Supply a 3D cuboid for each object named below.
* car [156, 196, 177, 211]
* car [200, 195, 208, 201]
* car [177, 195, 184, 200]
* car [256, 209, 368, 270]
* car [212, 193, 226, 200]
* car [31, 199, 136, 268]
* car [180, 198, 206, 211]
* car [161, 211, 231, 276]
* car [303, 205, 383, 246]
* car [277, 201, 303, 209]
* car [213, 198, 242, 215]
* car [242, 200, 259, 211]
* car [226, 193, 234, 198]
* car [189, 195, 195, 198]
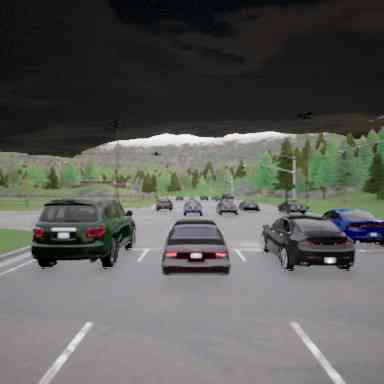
[{"bbox_3d":[-3.409,1.566,42.023,2.128,1.511,4.902,0,0,0],"label":"car"},{"bbox_3d":[3.481,1.685,90.762,1.812,1.442,4.674,0,0,0],"label":"car"},{"bbox_3d":[-3.519,1.688,91.864,2.128,1.511,4.902,0,0,0],"label":"car"},{"bbox_3d":[3.598,1.525,11.084,1.837,1.490,4.892,0,0,0],"label":"car"},{"bbox_3d":[6.982,1.678,86.316,2.128,1.511,4.902,0,0,0],"label":"car"},{"bbox_3d":[-3.402,1.242,11.495,2.150,2.045,5.566,0,0,0],"label":"car"},{"bbox_3d":[0.092,1.609,34.793,2.033,1.411,5.357,0,0,0],"label":"car"},{"bbox_3d":[0.097,1.566,10.419,2.033,1.411,5.357,0,0,0],"label":"car"},{"bbox_3d":[7.097,1.505,15.460,1.882,1.535,5.008,0,0,0],"label":"car"},{"bbox_3d":[10.594,1.611,35.511,2.033,1.411,5.357,0,0,0],"label":"car"},{"bbox_3d":[3.593,1.609,34.860,2.033,1.411,5.357,0,0,0],"label":"car"},{"bbox_3d":[7.092,1.638,41.635,1.994,1.385,4.181,0,0,0],"label":"car"},{"bbox_3d":[10.481,1.661,91.150,1.837,1.490,4.892,0,0,0],"label":"car"},{"bbox_3d":[-0.019,1.760,92.967,1.895,1.301,4.718,0,0,0],"label":"car"}]
